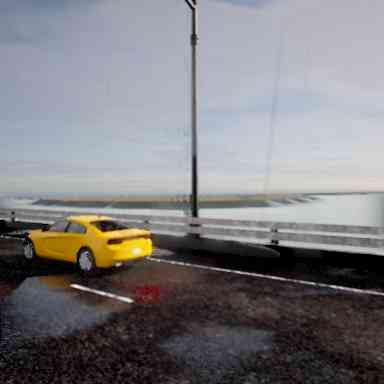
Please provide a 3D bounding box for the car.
[{"bbox_3d":[-3.565,1.518,10.837,5.008,1.535,1.882,0,0,36],"label":"car"}]
